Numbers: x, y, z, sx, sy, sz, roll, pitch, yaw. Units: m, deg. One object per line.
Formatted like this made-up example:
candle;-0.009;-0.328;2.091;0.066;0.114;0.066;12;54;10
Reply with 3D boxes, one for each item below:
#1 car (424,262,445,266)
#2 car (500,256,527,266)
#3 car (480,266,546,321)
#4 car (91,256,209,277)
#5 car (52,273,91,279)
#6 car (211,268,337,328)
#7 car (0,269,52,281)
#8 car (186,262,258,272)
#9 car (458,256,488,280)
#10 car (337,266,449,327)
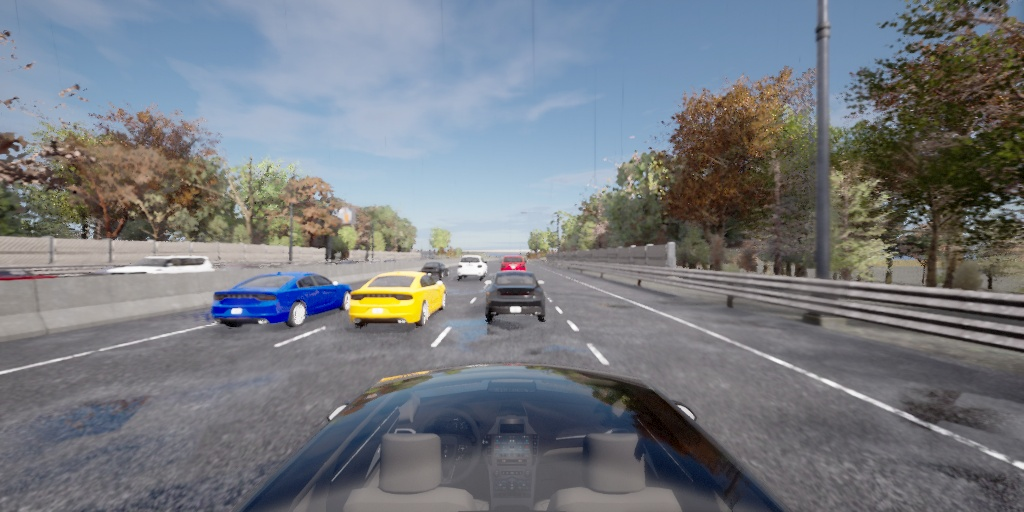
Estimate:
car;-6.902;1.297;32.394;1.837;1.490;4.892;0;0;0
car;0.097;1.012;31.569;2.150;2.045;5.566;0;0;0
car;0.099;1.266;12.524;1.837;1.490;4.892;0;0;0
car;-21.100;0.998;21.790;2.150;2.045;5.566;0;0;0
car;-24.601;1.324;22.748;2.033;1.411;5.357;0;0;0
car;-6.899;1.238;11.460;1.882;1.535;5.008;0;0;0
car;-28.099;1.372;19.287;1.895;1.301;4.718;0;0;0
car;-17.590;1.302;22.823;1.812;1.442;4.674;0;0;0
car;-3.404;1.012;31.507;2.150;2.045;5.566;0;0;0
car;-3.398;1.238;11.546;1.882;1.535;5.008;0;0;0
